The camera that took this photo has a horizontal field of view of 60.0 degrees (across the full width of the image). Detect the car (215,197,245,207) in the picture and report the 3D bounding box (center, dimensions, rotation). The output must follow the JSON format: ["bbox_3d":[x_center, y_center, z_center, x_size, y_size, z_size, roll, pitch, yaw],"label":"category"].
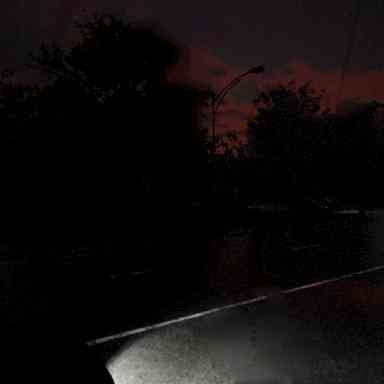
[{"bbox_3d":[4.879,1.503,47.874,1.895,1.301,4.718,0,0,-37],"label":"car"}]

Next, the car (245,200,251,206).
[{"bbox_3d":[6.806,1.488,51.113,1.895,1.301,4.718,0,0,-37],"label":"car"}]

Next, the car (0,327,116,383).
[{"bbox_3d":[-2.482,1.564,1.913,4.181,1.385,1.994,0,0,-36],"label":"car"}]

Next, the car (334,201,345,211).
[{"bbox_3d":[15.713,1.410,39.496,1.812,1.442,4.674,0,0,-37],"label":"car"}]

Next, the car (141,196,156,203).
[{"bbox_3d":[-7.978,1.454,64.798,2.033,1.411,5.357,0,0,-37],"label":"car"}]

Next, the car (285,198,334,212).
[{"bbox_3d":[12.872,1.405,37.448,1.837,1.490,4.892,0,0,-37],"label":"car"}]
